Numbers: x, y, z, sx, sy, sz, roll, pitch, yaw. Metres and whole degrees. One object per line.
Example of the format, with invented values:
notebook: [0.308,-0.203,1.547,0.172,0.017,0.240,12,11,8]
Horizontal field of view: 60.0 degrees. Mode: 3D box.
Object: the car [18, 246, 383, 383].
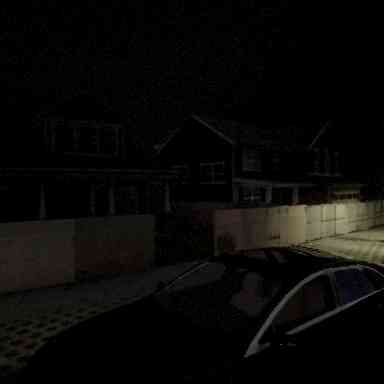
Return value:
car: [0.772,1.458,3.687,4.902,1.511,2.128,-1,1,-36]
